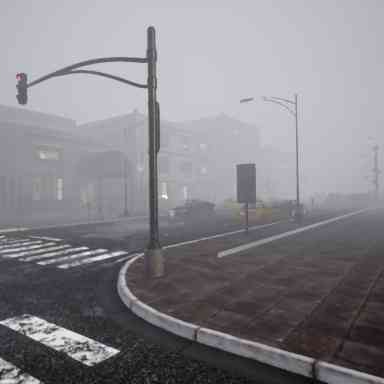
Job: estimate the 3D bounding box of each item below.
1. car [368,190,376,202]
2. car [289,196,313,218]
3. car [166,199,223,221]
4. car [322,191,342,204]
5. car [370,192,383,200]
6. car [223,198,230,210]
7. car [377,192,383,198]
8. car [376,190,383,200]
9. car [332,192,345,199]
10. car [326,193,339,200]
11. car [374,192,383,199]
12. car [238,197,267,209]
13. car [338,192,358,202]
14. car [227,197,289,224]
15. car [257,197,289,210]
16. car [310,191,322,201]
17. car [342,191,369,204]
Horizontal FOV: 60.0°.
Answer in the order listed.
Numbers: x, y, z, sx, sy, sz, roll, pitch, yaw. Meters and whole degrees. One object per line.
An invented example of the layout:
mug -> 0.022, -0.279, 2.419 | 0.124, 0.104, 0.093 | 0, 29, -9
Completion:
car -> 27.053, 0.860, 52.098 | 1.837, 1.490, 4.892 | -1, 0, 36
car -> 7.599, 1.217, 26.146 | 2.008, 1.369, 4.403 | -1, 0, 36
car -> 0.020, 1.305, 25.586 | 2.128, 1.511, 4.902 | -1, 0, 36
car -> 21.414, 0.811, 49.532 | 2.097, 1.767, 4.553 | -1, 0, 36
car -> 36.914, 0.771, 66.398 | 1.947, 1.339, 4.313 | -1, 0, 36
car -> 3.985, 1.290, 35.415 | 1.752, 1.417, 4.829 | -1, 0, 36
car -> 43.254, 0.652, 75.091 | 1.887, 1.381, 4.507 | -1, 0, 36
car -> 33.654, 0.570, 61.925 | 2.192, 1.841, 5.009 | -1, 0, 36
car -> 33.399, 0.743, 75.805 | 1.967, 1.590, 4.097 | -1, 0, 36
car -> 30.143, 0.935, 71.333 | 1.802, 1.307, 4.206 | -1, 0, 36
car -> 40.171, 0.721, 70.871 | 1.947, 1.339, 4.313 | -1, 0, 36
car -> 7.343, 1.293, 40.026 | 1.802, 1.307, 4.206 | -1, 0, 36
car -> 26.651, 0.869, 56.728 | 2.128, 1.511, 4.902 | -1, 0, 36
car -> 4.441, 1.242, 21.811 | 1.752, 1.417, 4.829 | -1, 0, 36
car -> 9.498, 1.265, 38.575 | 1.895, 1.301, 4.718 | -1, 0, 36
car -> 23.625, 0.769, 62.388 | 2.192, 1.841, 5.009 | -1, 0, 36
car -> 22.927, 0.898, 46.443 | 1.882, 1.535, 5.008 | -1, 0, 36
